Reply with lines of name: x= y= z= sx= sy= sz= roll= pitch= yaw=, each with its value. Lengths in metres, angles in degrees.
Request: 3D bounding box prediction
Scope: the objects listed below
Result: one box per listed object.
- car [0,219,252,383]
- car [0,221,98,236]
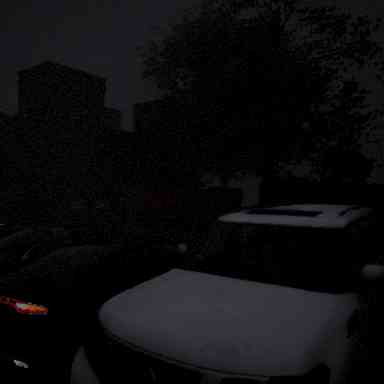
car: x=-1.019 y=1.493 z=6.002 sx=2.097 sy=1.535 sz=5.008 roll=0 pitch=0 yaw=36
car: x=-3.286 y=1.503 z=7.634 sx=2.231 sy=1.521 sz=4.892 roll=0 pitch=0 yaw=36
